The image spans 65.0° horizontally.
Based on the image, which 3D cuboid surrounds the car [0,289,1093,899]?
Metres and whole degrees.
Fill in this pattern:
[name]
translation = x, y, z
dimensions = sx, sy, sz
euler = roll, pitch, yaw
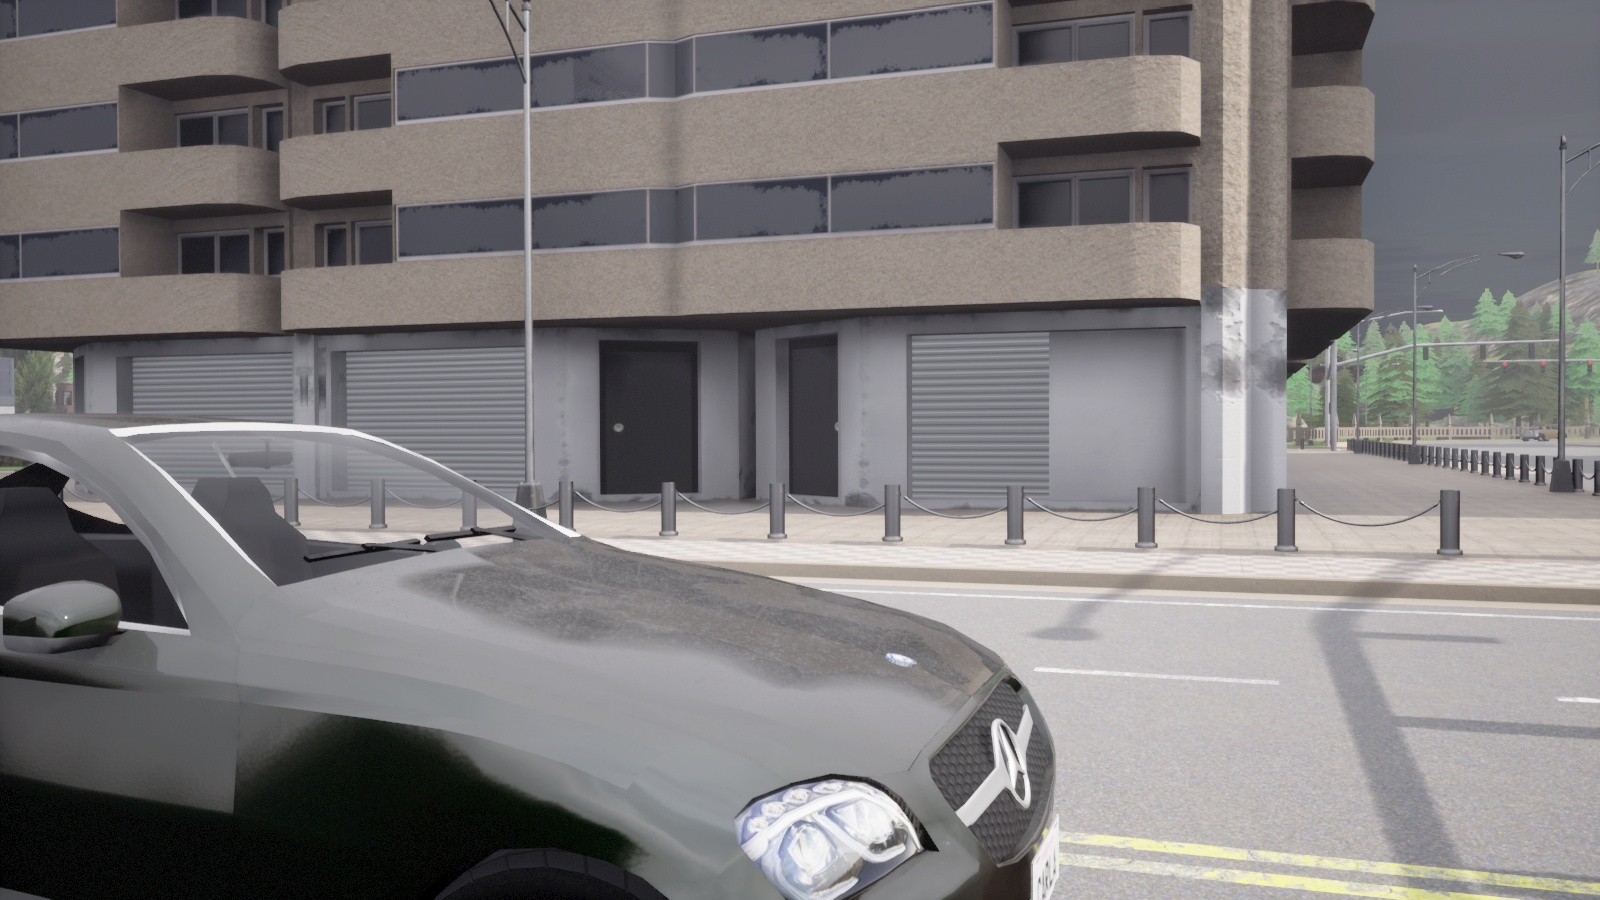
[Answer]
[car]
translation = -1.794, 0.538, 3.794
dimensions = 5.027, 1.651, 2.152
euler = 1, 1, 19
